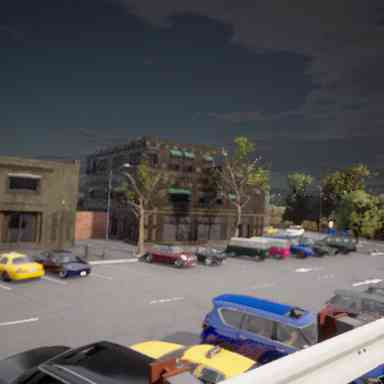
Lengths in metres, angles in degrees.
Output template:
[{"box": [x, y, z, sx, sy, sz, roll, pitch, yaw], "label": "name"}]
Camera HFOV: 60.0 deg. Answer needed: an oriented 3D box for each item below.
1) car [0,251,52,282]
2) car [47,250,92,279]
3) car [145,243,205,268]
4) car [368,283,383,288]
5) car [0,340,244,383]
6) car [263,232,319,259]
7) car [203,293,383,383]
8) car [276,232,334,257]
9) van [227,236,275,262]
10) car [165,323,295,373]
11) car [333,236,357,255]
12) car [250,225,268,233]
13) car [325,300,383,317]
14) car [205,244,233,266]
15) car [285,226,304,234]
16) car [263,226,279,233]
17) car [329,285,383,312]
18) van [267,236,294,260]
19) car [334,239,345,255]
[{"box": [-11.429, 4.516, 20.879, 5.366, 1.575, 1.946, 1, -3, 34], "label": "car"}, {"box": [-8.850, 4.743, 22.496, 4.792, 1.488, 2.163, 1, -4, 34], "label": "car"}, {"box": [-1.704, 5.160, 27.704, 4.553, 1.767, 2.185, 1, -4, 34], "label": "car"}, {"box": [10.196, 5.324, 15.396, 4.553, 1.767, 2.185, 2, -2, 34], "label": "car"}, {"box": [-2.040, 4.222, 6.585, 5.566, 2.045, 2.435, 2, -2, 34], "label": "car"}, {"box": [10.337, 5.988, 36.304, 5.566, 2.045, 2.435, 1, -4, 34], "label": "car"}, {"box": [2.906, 4.614, 10.070, 5.566, 2.045, 2.435, 2, -2, 34], "label": "car"}, {"box": [12.735, 6.178, 38.027, 5.566, 2.045, 2.435, 1, -4, 34], "label": "car"}, {"box": [5.417, 5.631, 32.927, 4.442, 1.987, 1.878, 1, -3, 34], "label": "van"}, {"box": [0.262, 4.659, 8.420, 5.366, 1.575, 1.946, 2, -2, 34], "label": "car"}, {"box": [17.476, 6.557, 41.493, 5.566, 2.045, 2.435, 1, -3, 34], "label": "car"}, {"box": [14.065, 7.720, 69.453, 2.002, 1.452, 4.674, 1, -2, 36], "label": "car"}, {"box": [5.287, 5.088, 11.858, 4.792, 1.488, 2.163, 2, -2, 34], "label": "car"}, {"box": [0.718, 5.478, 29.408, 4.892, 1.521, 2.231, 1, -3, 34], "label": "car"}, {"box": [19.162, 7.414, 61.994, 2.435, 2.045, 5.566, 1, -2, 36], "label": "car"}, {"box": [15.874, 7.681, 67.126, 1.946, 1.575, 5.366, 1, -2, 36], "label": "car"}, {"box": [7.746, 5.128, 13.624, 4.553, 1.767, 2.185, 3, -2, 34], "label": "car"}, {"box": [7.815, 5.821, 34.651, 4.442, 1.987, 1.878, 1, -3, 34], "label": "van"}, {"box": [15.122, 6.649, 39.749, 4.792, 1.488, 2.163, 1, -4, 34], "label": "car"}]
